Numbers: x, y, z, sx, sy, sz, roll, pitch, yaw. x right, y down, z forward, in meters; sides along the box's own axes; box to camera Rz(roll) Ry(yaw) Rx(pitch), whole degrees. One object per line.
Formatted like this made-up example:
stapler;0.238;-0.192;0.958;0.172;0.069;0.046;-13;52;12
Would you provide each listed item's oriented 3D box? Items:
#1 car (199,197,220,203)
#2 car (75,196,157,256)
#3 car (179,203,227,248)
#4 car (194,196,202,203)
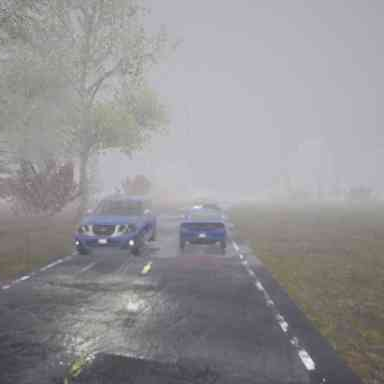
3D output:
car;2.074;1.541;35.833;1.812;1.442;4.674;0;0;6
car;-2.769;1.223;13.468;2.150;2.045;5.566;0;0;2
car;0.497;1.485;14.961;1.882;1.535;5.008;0;0;2
car;1.500;1.509;55.848;2.128;1.511;4.902;0;0;9
